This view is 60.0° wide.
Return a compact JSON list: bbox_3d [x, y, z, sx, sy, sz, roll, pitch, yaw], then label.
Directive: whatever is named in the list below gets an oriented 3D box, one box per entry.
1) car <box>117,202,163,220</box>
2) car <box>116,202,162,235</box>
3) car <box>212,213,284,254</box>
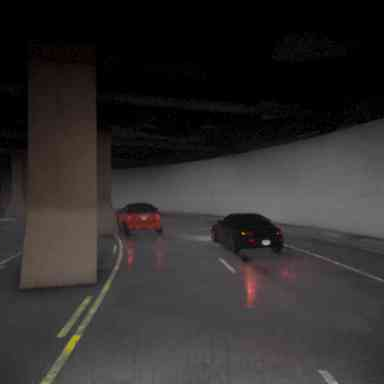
[{"bbox_3d":[-4.932,1.685,30.637,2.033,1.411,5.357,0,0,-35],"label":"car"},{"bbox_3d":[-3.291,1.442,19.883,2.097,1.767,4.553,0,0,-20],"label":"car"},{"bbox_3d":[2.129,1.566,13.633,1.812,1.442,4.674,0,0,-10],"label":"car"}]
